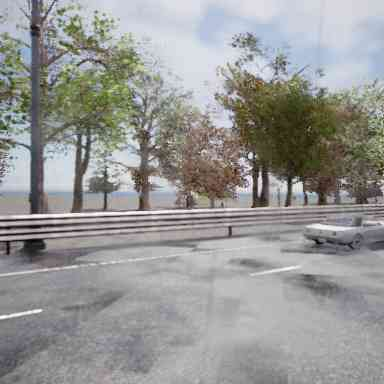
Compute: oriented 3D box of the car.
[{"bbox_3d":[7.035,1.614,14.230,4.718,1.301,1.895,0,0,-31],"label":"car"}]
